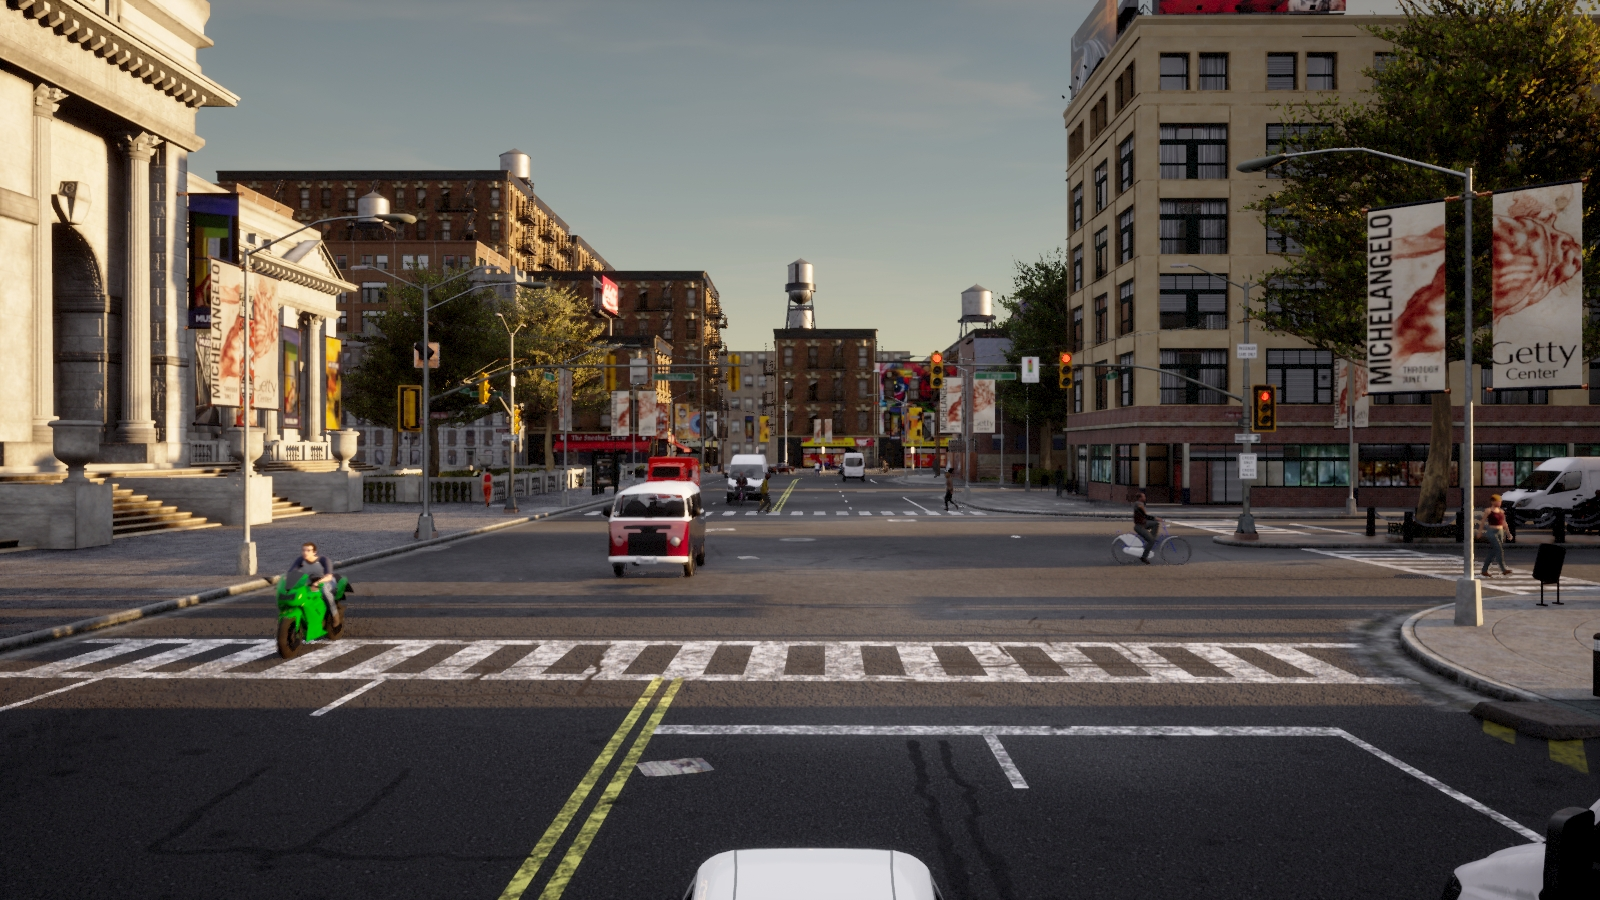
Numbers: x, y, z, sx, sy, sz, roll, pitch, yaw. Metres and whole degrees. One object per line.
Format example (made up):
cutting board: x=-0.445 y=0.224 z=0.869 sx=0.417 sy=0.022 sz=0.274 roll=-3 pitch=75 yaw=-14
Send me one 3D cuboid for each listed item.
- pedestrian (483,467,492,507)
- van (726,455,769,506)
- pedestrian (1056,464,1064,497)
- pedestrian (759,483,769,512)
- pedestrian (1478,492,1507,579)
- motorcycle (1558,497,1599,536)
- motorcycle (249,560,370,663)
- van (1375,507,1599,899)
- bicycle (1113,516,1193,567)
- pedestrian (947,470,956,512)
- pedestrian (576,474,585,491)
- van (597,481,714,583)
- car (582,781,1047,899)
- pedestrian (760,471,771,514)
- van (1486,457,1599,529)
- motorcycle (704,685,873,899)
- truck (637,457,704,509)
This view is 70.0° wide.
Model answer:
pedestrian: x=-14.369 y=1.697 z=52.487 sx=0.375 sy=1.860 sz=0.375 roll=0 pitch=0 yaw=-20
van: x=-2.738 y=1.534 z=60.765 sx=1.988 sy=2.561 sz=5.915 roll=0 pitch=0 yaw=1
pedestrian: x=14.447 y=1.696 z=63.524 sx=0.375 sy=1.860 sz=0.375 roll=0 pitch=0 yaw=-1
pedestrian: x=-1.595 y=2.128 z=51.023 sx=0.375 sy=1.300 sz=0.375 roll=0 pitch=0 yaw=-11
pedestrian: x=15.065 y=1.848 z=24.865 sx=0.375 sy=1.860 sz=0.375 roll=0 pitch=0 yaw=-10
motorcycle: x=26.649 y=2.205 z=38.041 sx=2.209 sy=1.251 sz=0.867 roll=0 pitch=0 yaw=1
motorcycle: x=-6.810 y=2.213 z=15.987 sx=0.803 sy=1.145 sz=2.033 roll=0 pitch=0 yaw=1
van: x=3.538 y=1.534 z=2.141 sx=1.988 sy=2.561 sz=5.915 roll=0 pitch=0 yaw=1
bicycle: x=8.545 y=2.210 z=27.673 sx=1.835 sy=1.171 sz=0.329 roll=0 pitch=0 yaw=17
pedestrian: x=6.830 y=1.848 z=51.539 sx=0.375 sy=1.860 sz=0.375 roll=0 pitch=0 yaw=4
pedestrian: x=-13.966 y=2.076 z=72.801 sx=0.500 sy=1.100 sz=0.500 roll=0 pitch=0 yaw=-4
van: x=-3.197 y=1.782 z=26.267 sx=2.069 sy=2.038 sz=4.480 roll=0 pitch=0 yaw=1
car: x=0.047 y=2.120 z=3.817 sx=1.481 sy=1.376 sz=2.207 roll=0 pitch=0 yaw=0
pedestrian: x=-1.495 y=1.849 z=49.928 sx=0.375 sy=1.860 sz=0.375 roll=0 pitch=0 yaw=16
van: x=28.485 y=1.534 z=41.518 sx=5.915 sy=2.561 sz=1.988 roll=0 pitch=0 yaw=1
motorcycle: x=-0.047 y=2.182 z=6.691 sx=0.856 sy=1.236 sz=1.805 roll=0 pitch=0 yaw=1
truck: x=-6.305 y=1.580 z=56.199 sx=2.627 sy=2.467 sz=5.204 roll=0 pitch=-1 yaw=1
